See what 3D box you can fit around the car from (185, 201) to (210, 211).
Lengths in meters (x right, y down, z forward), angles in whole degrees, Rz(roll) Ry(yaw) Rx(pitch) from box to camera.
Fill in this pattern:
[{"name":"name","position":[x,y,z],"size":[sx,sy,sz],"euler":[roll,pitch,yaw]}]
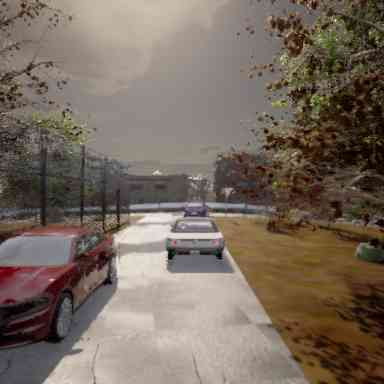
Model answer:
[{"name":"car","position":[0.474,1.528,28.860],"size":[1.812,1.442,4.674],"euler":[0,0,7]}]

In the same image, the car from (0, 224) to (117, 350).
[{"name":"car","position":[-2.848,1.478,6.646],"size":[1.882,1.535,5.008],"euler":[0,0,0]}]

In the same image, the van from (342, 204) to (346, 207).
[{"name":"van","position":[40.832,3.930,84.383],"size":[4.442,1.987,1.878],"euler":[-1,1,-17]}]

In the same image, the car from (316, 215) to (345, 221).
[{"name":"car","position":[16.764,4.418,40.513],"size":[2.435,2.045,5.566],"euler":[-1,2,-18]}]

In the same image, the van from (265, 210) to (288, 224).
[{"name":"van","position":[14.551,4.248,57.629],"size":[1.878,1.987,4.442],"euler":[0,0,-18]}]

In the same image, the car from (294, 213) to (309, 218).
[{"name":"car","position":[17.563,4.222,57.404],"size":[2.435,2.045,5.566],"euler":[0,0,-18]}]

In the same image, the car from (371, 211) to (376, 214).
[{"name":"car","position":[40.253,4.039,72.405],"size":[5.566,2.045,2.435],"euler":[-1,1,-17]}]

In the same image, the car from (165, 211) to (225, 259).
[{"name":"car","position":[0.096,1.602,12.571],"size":[1.895,1.301,4.718],"euler":[0,0,0]}]

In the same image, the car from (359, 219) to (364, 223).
[{"name":"car","position":[19.821,4.419,40.377],"size":[2.435,2.045,5.566],"euler":[0,1,-18]}]

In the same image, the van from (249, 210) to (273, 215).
[{"name":"van","position":[11.593,4.249,57.723],"size":[1.878,1.987,4.442],"euler":[0,0,-18]}]

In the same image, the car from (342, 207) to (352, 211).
[{"name":"car","position":[26.403,4.221,57.173],"size":[2.435,2.045,5.566],"euler":[0,0,-18]}]

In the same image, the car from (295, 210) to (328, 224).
[{"name":"car","position":[20.521,4.222,57.310],"size":[2.435,2.045,5.566],"euler":[0,0,-18]}]
